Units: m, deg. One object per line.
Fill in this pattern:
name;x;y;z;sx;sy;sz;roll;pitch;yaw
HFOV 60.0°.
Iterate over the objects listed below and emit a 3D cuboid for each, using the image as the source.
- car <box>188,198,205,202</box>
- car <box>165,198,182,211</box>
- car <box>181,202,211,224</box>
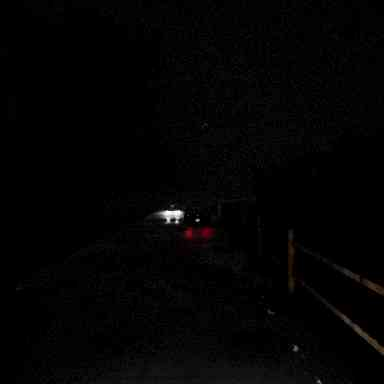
car;0.610;1.553;42.483;1.837;1.490;4.892;0;0;1
car;-2.301;1.535;42.283;2.128;1.511;4.902;0;0;1
car;0.397;1.636;24.853;1.895;1.301;4.718;0;0;0
